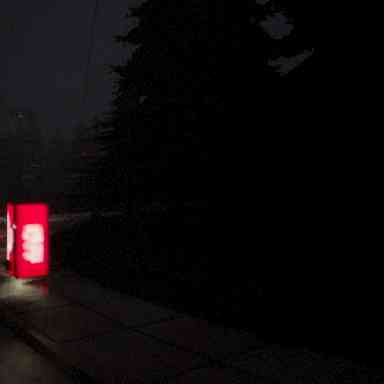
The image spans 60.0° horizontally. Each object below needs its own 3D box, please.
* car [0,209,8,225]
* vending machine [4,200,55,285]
[{"bbox_3d":[-12.929,1.832,24.481,1.895,1.301,4.718,0,0,0],"label":"car"},{"bbox_3d":[-4.400,1.276,9.004,1.100,2.100,0.880,0,0,-36],"label":"vending machine"}]
